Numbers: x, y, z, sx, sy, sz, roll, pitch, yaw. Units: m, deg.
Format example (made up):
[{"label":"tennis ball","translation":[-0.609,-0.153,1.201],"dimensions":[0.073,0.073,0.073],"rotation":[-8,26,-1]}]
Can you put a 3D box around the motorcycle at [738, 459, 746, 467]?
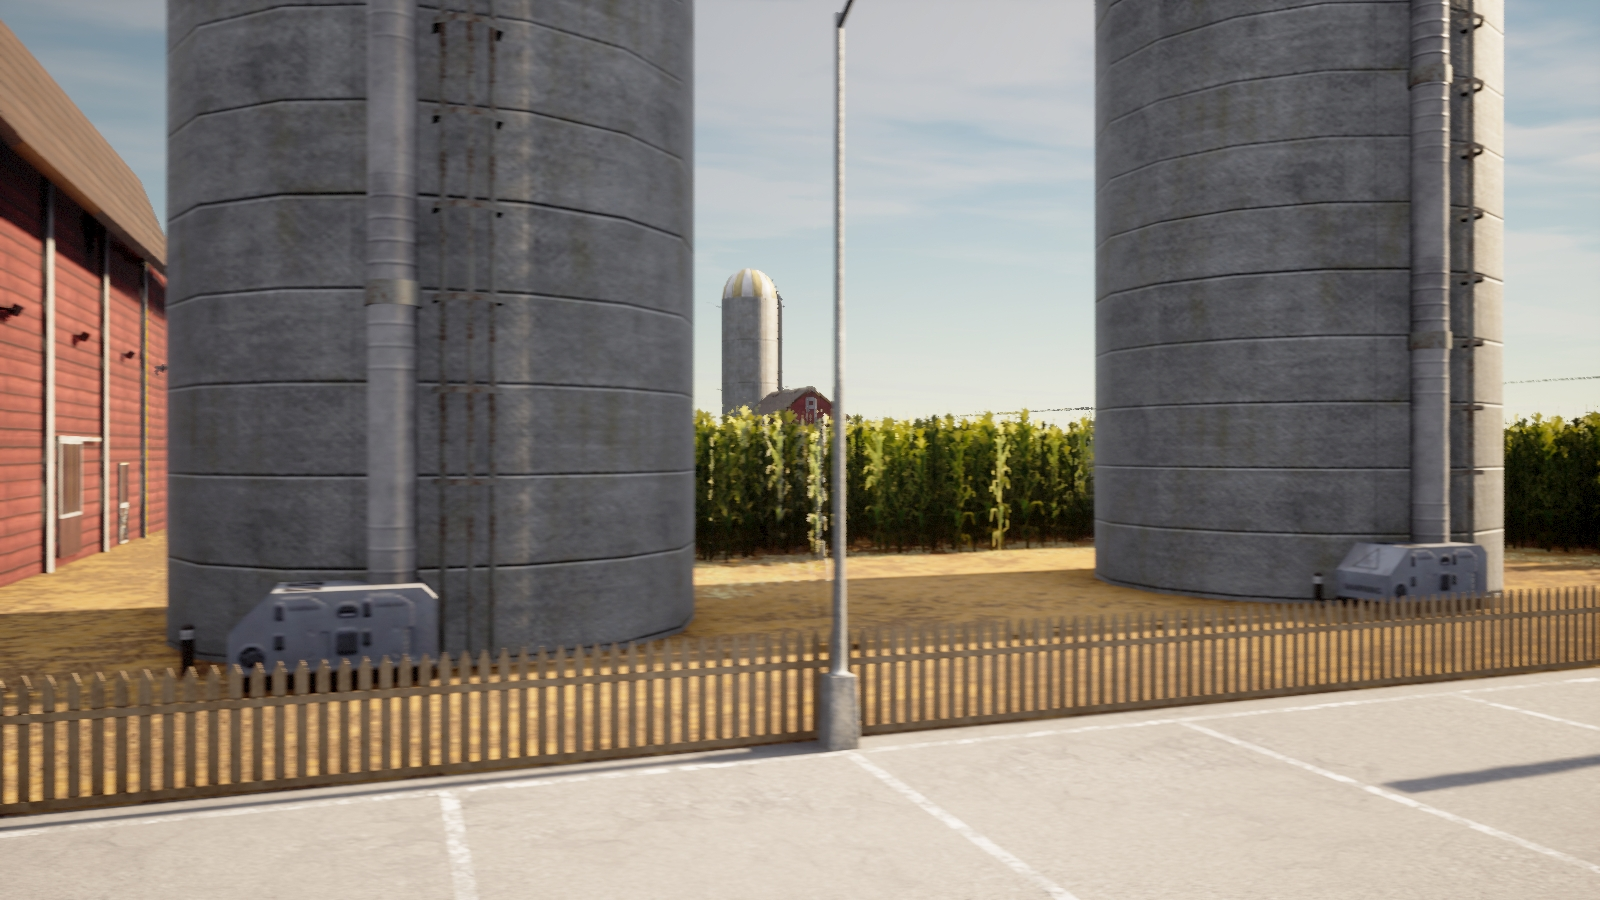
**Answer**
[{"label":"motorcycle","translation":[-9.870,2.154,194.307],"dimensions":[0.764,1.307,2.356],"rotation":[0,0,-21]}]
